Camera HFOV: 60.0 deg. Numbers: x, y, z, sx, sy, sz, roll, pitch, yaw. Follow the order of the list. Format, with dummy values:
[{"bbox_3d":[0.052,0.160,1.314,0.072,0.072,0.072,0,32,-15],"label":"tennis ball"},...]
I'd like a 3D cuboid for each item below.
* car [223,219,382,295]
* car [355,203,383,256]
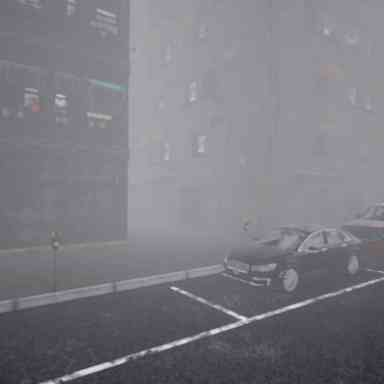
[{"bbox_3d":[2.773,1.550,8.684,4.403,1.369,2.008,0,1,-35],"label":"car"},{"bbox_3d":[7.308,1.314,11.915,5.009,1.841,2.192,0,1,-35],"label":"car"}]
